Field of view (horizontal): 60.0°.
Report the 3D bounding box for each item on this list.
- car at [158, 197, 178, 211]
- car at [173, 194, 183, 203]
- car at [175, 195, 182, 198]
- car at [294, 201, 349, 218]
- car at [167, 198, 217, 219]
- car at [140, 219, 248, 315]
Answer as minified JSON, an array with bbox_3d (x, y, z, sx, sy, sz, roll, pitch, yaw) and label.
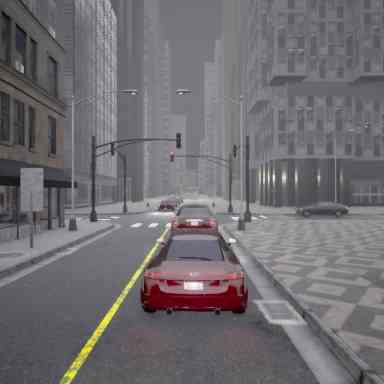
[{"bbox_3d":[-3.072,1.624,41.283,1.895,1.301,4.718,0,0,0],"label":"car"},{"bbox_3d":[-2.959,1.414,70.933,2.097,1.767,4.553,0,0,0],"label":"car"},{"bbox_3d":[-3.063,1.581,50.935,2.033,1.411,5.357,0,0,0],"label":"car"},{"bbox_3d":[11.760,1.543,30.318,4.674,1.442,1.812,0,0,1],"label":"car"},{"bbox_3d":[0.161,1.356,16.275,2.097,1.767,4.553,0,0,2],"label":"car"},{"bbox_3d":[0.088,1.565,7.654,1.994,1.385,4.181,0,0,2],"label":"car"}]
